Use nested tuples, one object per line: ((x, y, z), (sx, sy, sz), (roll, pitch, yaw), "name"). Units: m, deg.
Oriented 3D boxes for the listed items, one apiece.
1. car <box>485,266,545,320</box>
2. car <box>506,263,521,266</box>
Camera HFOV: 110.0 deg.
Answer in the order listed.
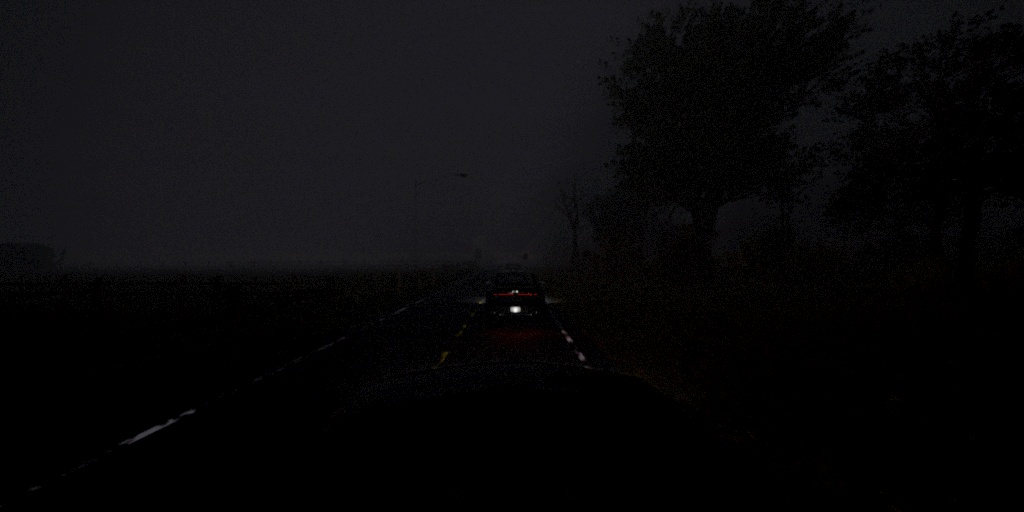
((0.102, 1.273, 12.611), (1.837, 1.490, 4.892), (0, 0, 0), "car")
((0.103, 1.337, 33.334), (2.033, 1.411, 5.357), (0, 0, 0), "car")
